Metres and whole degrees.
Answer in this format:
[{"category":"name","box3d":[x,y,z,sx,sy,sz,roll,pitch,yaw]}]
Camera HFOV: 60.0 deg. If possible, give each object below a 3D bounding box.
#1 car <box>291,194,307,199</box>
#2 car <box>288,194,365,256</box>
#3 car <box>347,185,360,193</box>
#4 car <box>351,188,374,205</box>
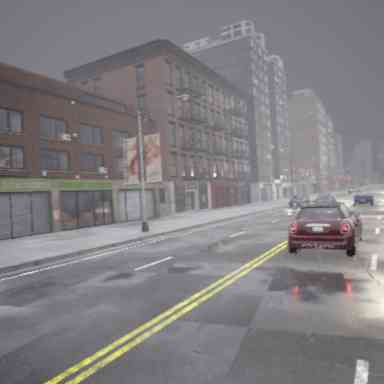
[{"category":"car","box3d":[12.694,1.081,39.249,1.837,1.490,4.892,-4,0,30]},{"category":"car","box3d":[5.090,1.164,12.498,2.097,1.767,4.553,-4,-1,30]},{"category":"car","box3d":[34.417,-0.501,70.572,2.150,2.045,5.566,-4,0,30]},{"category":"car","box3d":[19.119,0.669,37.019,1.882,1.535,5.008,-4,0,30]}]
